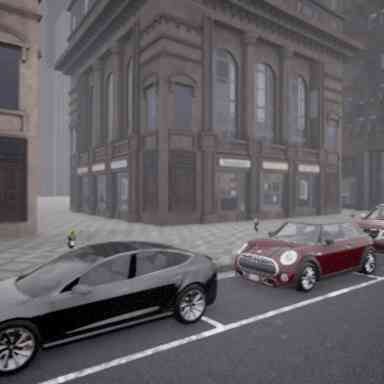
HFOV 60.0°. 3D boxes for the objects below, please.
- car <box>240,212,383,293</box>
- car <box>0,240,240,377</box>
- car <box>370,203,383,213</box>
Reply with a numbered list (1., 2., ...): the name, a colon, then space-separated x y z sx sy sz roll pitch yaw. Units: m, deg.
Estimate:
1. car: 3.059 1.445 8.838 4.097 1.590 1.967 0 0 -36
2. car: -1.497 1.567 5.579 4.313 1.339 1.947 0 0 -36
3. car: 7.616 1.323 12.096 5.009 1.841 2.192 0 0 -36
